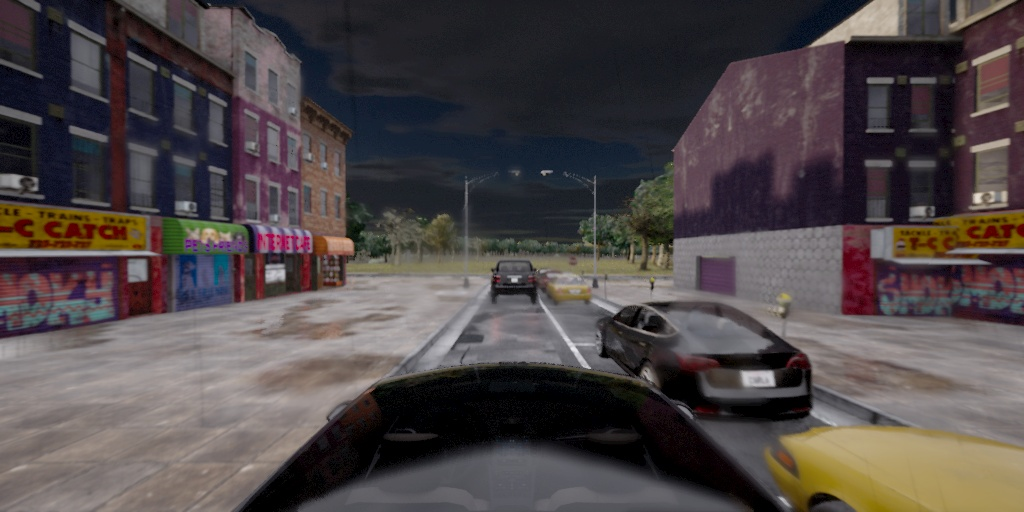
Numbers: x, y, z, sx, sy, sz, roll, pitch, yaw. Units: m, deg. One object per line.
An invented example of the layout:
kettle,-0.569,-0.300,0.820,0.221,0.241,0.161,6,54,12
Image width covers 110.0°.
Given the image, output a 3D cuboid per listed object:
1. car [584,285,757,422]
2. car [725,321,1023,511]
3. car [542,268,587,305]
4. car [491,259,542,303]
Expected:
car,2.636,1.365,5.881,1.948,1.339,4.313,0,0,0
car,2.637,1.259,0.519,1.751,1.417,4.829,0,0,0
car,2.634,1.455,17.114,1.751,1.417,4.829,0,0,0
car,0.094,1.167,18.176,2.150,2.045,5.566,0,-1,0
